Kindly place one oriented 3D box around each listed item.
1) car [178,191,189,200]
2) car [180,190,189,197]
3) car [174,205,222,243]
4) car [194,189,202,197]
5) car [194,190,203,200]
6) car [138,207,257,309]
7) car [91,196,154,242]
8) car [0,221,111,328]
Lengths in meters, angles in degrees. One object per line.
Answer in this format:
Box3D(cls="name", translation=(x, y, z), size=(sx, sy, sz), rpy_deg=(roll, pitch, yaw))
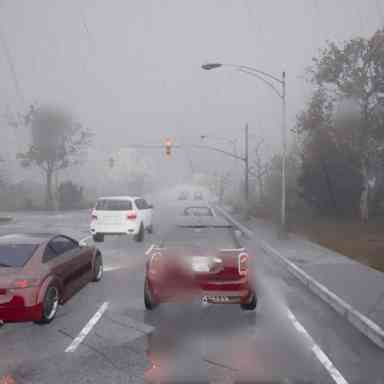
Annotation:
Box3D(cls="car", translation=(-2.104, 1.044, 75.562), size=(1.994, 1.385, 4.181), rpy_deg=(0, 3, 1))
Box3D(cls="car", translation=(-1.895, 0.355, 85.561), size=(2.033, 1.411, 5.357), rpy_deg=(0, 3, 1))
Box3D(cls="car", translation=(0.295, 1.491, 16.987), size=(2.128, 1.511, 4.902), rpy_deg=(0, 0, 1))
Box3D(cls="car", translation=(1.604, 0.172, 85.449), size=(2.097, 1.767, 4.553), rpy_deg=(0, 3, 1))
Box3D(cls="car", translation=(1.395, 1.016, 75.488), size=(1.812, 1.442, 4.674), rpy_deg=(0, 3, 1))
Box3D(cls="car", translation=(0.175, 1.352, 8.010), size=(2.097, 1.767, 4.553), rpy_deg=(0, 0, 1))
Box3D(cls="car", translation=(-3.242, 1.221, 16.549), size=(2.150, 2.045, 5.566), rpy_deg=(0, 0, 3))
Box3D(cls="car", translation=(-3.335, 1.564, 7.131), size=(1.994, 1.385, 4.181), rpy_deg=(0, 0, 1))
